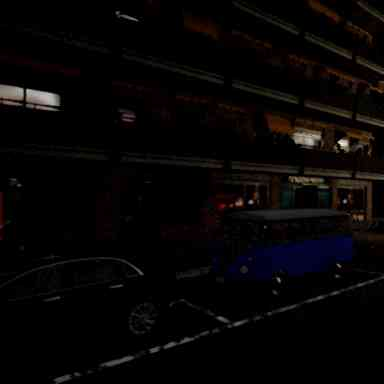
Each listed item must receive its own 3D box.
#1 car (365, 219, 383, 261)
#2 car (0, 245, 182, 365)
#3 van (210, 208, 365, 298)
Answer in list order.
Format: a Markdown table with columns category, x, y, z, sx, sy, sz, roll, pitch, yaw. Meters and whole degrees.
| category | x | y | z | sx | sy | sz | roll | pitch | yaw |
| --- | --- | --- | --- | --- | --- | --- | --- | --- | --- |
| car | 6.706 | 1.500 | 11.332 | 4.829 | 1.417 | 1.752 | 0 | 1 | -36 |
| car | -2.224 | 1.549 | 4.960 | 4.403 | 1.369 | 2.008 | 0 | 1 | -35 |
| van | 2.312 | 1.327 | 8.193 | 3.998 | 1.788 | 1.690 | 0 | 1 | -36 |
